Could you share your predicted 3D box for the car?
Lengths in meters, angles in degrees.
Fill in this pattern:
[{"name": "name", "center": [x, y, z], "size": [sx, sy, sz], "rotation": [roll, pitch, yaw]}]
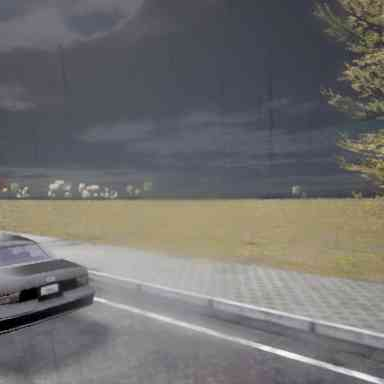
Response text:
[{"name": "car", "center": [-4.223, 1.563, 6.671], "size": [5.357, 1.411, 2.033], "rotation": [0, 0, 37]}]
